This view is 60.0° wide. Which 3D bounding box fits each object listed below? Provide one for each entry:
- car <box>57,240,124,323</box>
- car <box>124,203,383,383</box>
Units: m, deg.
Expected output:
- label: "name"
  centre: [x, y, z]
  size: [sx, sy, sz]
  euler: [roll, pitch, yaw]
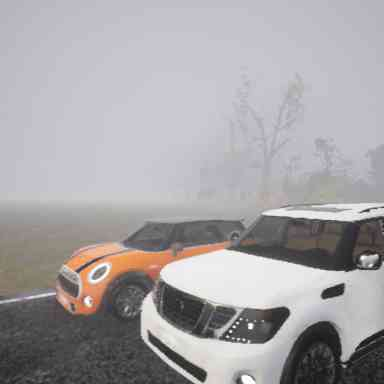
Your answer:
- label: "car"
  centre: [-0.482, 1.356, 7.319]
  size: [4.553, 1.767, 2.097]
  euler: [0, 0, -35]
- label: "car"
  centre: [2.026, 1.225, 5.113]
  size: [5.566, 2.045, 2.150]
  euler: [0, 0, -35]
